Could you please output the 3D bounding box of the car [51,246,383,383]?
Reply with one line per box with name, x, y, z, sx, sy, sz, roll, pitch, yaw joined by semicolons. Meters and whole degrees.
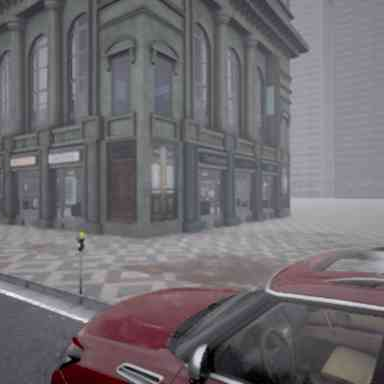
car;1.239;1.315;2.084;5.009;1.841;2.192;0;0;35
